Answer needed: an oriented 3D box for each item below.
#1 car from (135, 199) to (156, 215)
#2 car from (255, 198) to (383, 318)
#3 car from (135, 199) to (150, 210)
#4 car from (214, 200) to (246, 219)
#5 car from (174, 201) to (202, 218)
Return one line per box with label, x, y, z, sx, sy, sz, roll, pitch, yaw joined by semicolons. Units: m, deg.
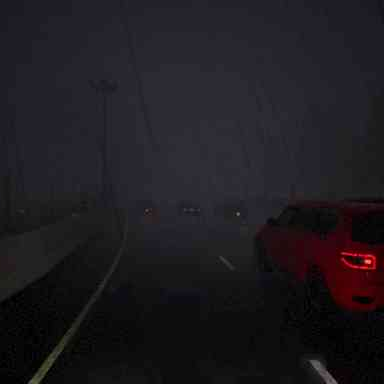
car;-4.764;1.497;34.307;1.837;1.490;4.892;0;0;-11
car;3.134;1.220;7.642;2.150;2.045;5.566;0;0;-5
car;-6.678;1.591;44.542;1.895;1.301;4.718;0;0;-11
car;3.290;1.500;29.275;1.837;1.490;4.892;0;1;-10
car;-0.469;1.541;30.407;2.033;1.411;5.357;0;0;-11
